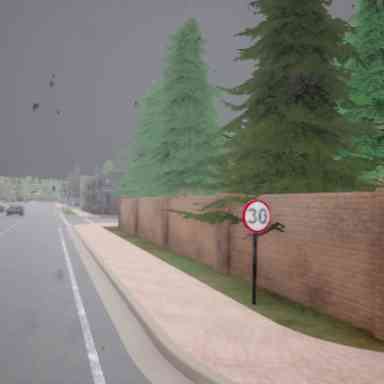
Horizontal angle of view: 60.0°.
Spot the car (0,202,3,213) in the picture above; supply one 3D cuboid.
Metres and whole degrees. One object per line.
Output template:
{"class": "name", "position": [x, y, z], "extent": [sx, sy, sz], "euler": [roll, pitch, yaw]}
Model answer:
{"class": "car", "position": [-31.619, 2.702, 53.904], "extent": [1.895, 1.301, 4.718], "euler": [2, -2, -22]}

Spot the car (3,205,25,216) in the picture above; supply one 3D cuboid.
{"class": "car", "position": [-24.556, 2.510, 46.494], "extent": [2.128, 1.511, 4.902], "euler": [2, -2, -23]}
